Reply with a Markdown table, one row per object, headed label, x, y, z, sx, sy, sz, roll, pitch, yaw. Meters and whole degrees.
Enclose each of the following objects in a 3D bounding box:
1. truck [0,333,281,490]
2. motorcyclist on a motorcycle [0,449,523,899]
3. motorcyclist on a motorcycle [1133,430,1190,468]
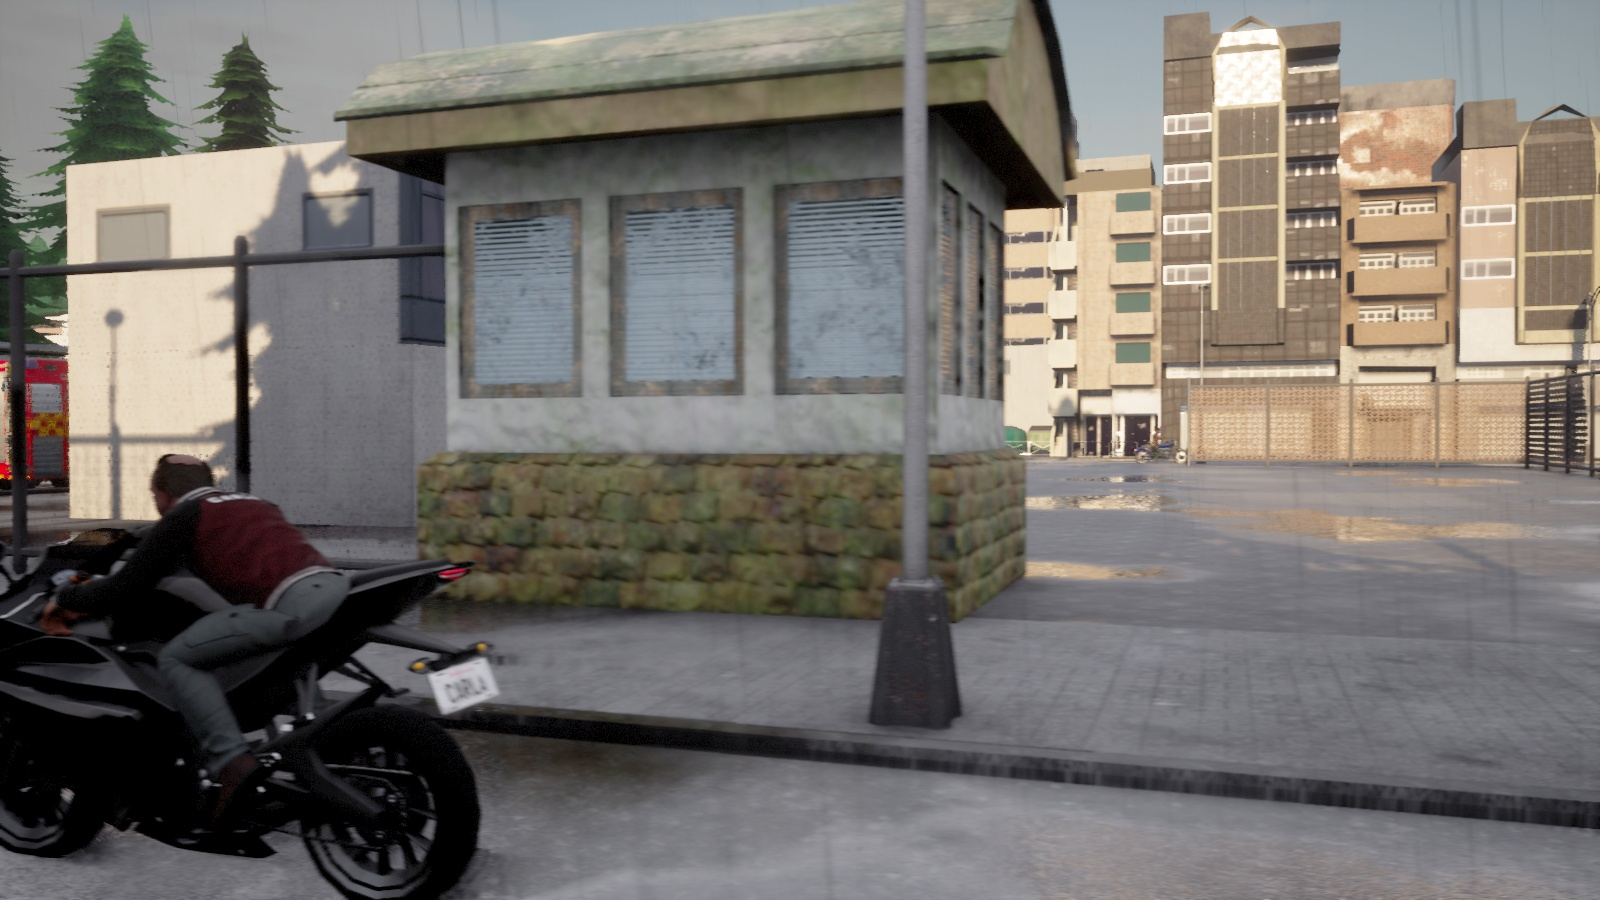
| label | x | y | z | sx | sy | sz | roll | pitch | yaw |
| --- | --- | --- | --- | --- | --- | --- | --- | --- | --- |
| truck | -18.729 | -1.018 | 35.169 | 2.891 | 3.827 | 8.468 | 1 | 1 | 18 |
| motorcyclist on a motorcycle | -2.174 | 0.775 | 4.462 | 2.191 | 1.530 | 0.866 | 1 | 1 | 19 |
| motorcyclist on a motorcycle | 15.820 | -0.049 | 54.915 | 2.350 | 1.649 | 0.766 | 1 | 1 | 19 |
